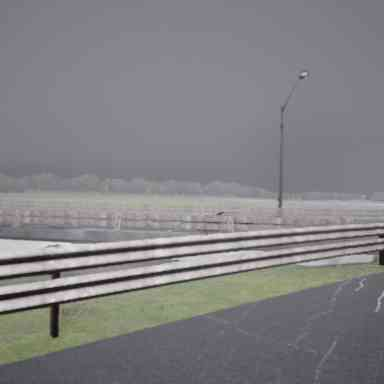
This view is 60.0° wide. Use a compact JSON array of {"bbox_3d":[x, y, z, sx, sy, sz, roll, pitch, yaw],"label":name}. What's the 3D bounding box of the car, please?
[{"bbox_3d":[2.461,1.759,18.682,4.718,1.301,1.895,1,-1,5],"label":"car"}]
